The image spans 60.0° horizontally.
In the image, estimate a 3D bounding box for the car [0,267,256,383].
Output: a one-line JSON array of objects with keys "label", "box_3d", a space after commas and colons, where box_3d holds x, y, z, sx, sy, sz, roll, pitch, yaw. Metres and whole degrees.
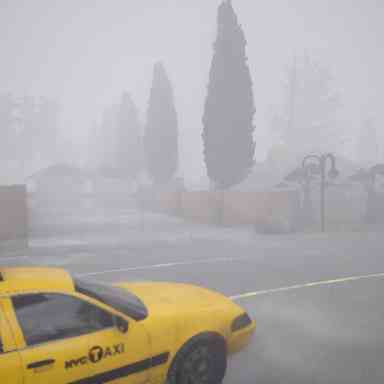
[{"label": "car", "box_3d": [-1.692, 1.456, 3.416, 5.366, 1.575, 1.801, 0, 0, -34]}]
